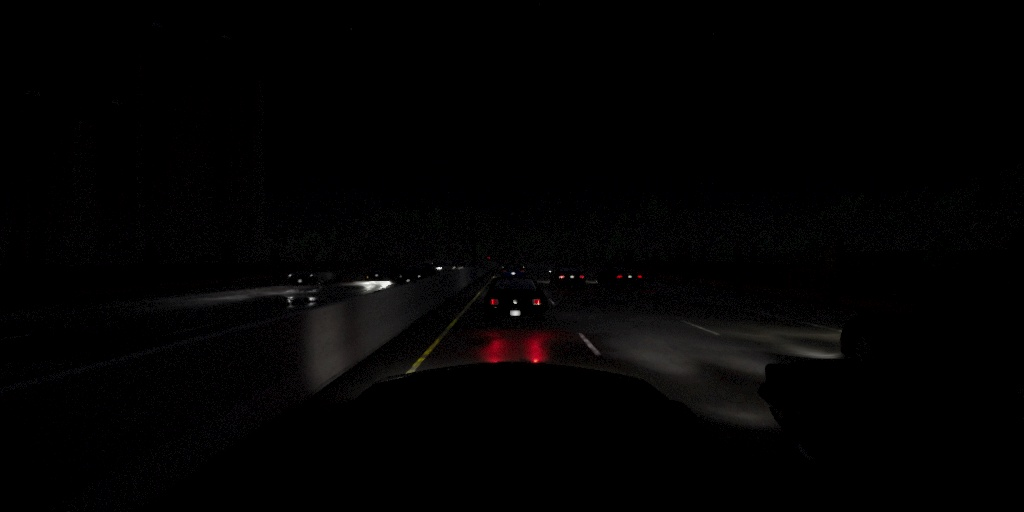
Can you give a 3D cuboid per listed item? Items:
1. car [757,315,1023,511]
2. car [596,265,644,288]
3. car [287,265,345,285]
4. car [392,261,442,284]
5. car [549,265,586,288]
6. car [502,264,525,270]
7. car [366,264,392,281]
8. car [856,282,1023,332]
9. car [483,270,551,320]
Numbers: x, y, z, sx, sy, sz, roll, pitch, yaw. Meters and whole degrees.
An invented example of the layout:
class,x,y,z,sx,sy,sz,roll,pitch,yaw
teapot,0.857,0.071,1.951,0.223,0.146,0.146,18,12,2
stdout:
class,x,y,z,sx,sy,sz,roll,pitch,yaw
car,3.600,1.351,1.747,1.895,1.301,4.718,0,0,0
car,7.100,1.303,24.083,2.033,1.411,5.357,0,0,0
car,-14.099,1.357,26.069,1.895,1.301,4.718,0,0,0
car,-7.099,1.305,27.359,2.033,1.411,5.357,0,0,0
car,3.600,1.303,23.987,2.033,1.411,5.357,0,0,0
car,0.100,1.323,29.748,1.994,1.385,4.181,0,0,0
car,-10.595,1.323,30.060,1.994,1.385,4.181,0,0,0
car,7.100,1.102,4.700,2.097,1.767,4.553,0,0,0
car,0.099,1.352,12.533,1.895,1.301,4.718,0,0,0
